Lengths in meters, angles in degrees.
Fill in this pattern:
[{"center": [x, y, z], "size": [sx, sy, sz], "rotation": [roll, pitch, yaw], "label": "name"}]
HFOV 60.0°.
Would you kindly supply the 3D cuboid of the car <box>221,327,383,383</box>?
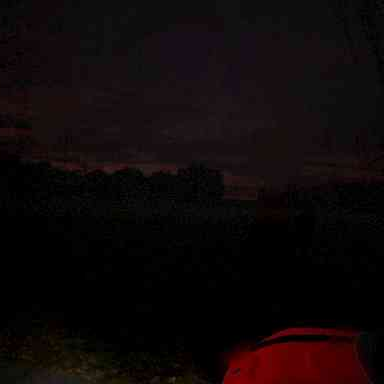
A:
[{"center": [2.309, 1.543, 2.068], "size": [4.553, 1.767, 2.097], "rotation": [2, -2, 17], "label": "car"}]
